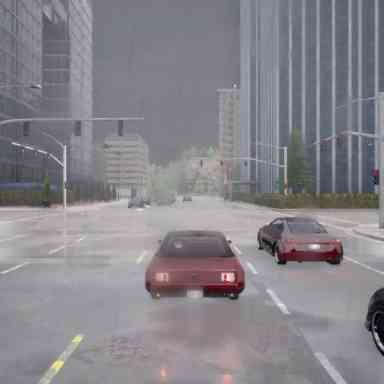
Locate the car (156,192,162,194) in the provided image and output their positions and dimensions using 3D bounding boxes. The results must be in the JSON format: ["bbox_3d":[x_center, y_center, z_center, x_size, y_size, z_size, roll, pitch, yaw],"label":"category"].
[{"bbox_3d":[-8.154,1.099,81.315,2.150,2.045,5.566,0,0,-1],"label":"car"}]

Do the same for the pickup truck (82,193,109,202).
[{"bbox_3d":[-21.165,1.058,73.415,2.390,2.098,6.274,0,0,30],"label":"pickup truck"}]

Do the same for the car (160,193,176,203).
[{"bbox_3d":[-4.441,1.505,62.211,1.837,1.490,4.892,0,0,-1],"label":"car"}]

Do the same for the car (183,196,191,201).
[{"bbox_3d":[-1.157,1.552,81.604,1.994,1.385,4.181,0,0,-1],"label":"car"}]

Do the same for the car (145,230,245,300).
[{"bbox_3d":[0.074,1.601,8.358,1.895,1.301,4.718,0,0,0],"label":"car"}]

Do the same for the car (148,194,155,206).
[{"bbox_3d":[-7.876,1.505,56.068,1.837,1.490,4.892,0,0,-1],"label":"car"}]

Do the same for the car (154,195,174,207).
[{"bbox_3d":[-4.315,1.564,52.021,1.994,1.385,4.181,0,0,-1],"label":"car"}]

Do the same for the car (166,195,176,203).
[{"bbox_3d":[-4.529,1.525,72.509,2.128,1.511,4.902,0,0,-1],"label":"car"}]

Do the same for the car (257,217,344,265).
[{"bbox_3d":[3.582,1.564,11.715,1.994,1.385,4.181,0,0,0],"label":"car"}]

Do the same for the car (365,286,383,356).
[{"bbox_3d":[3.610,1.564,3.304,1.994,1.385,4.181,0,0,-1],"label":"car"}]

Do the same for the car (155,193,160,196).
[{"bbox_3d":[-7.971,1.491,67.012,2.128,1.511,4.902,0,0,0],"label":"car"}]

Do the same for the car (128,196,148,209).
[{"bbox_3d":[-7.747,1.505,46.695,1.837,1.490,4.892,0,0,-1],"label":"car"}]
